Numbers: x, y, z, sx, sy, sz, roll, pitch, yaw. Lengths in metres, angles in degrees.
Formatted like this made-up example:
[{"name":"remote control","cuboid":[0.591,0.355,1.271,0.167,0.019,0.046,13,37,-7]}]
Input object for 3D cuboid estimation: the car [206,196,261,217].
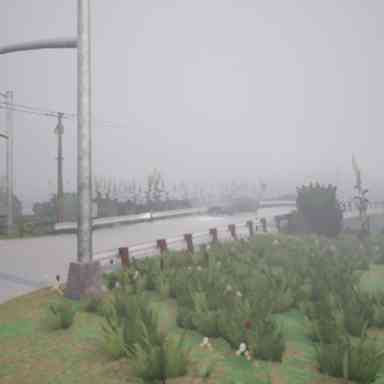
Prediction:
[{"name":"car","cuboid":[3.379,1.066,26.076,2.033,1.411,5.357,-1,1,42]}]
